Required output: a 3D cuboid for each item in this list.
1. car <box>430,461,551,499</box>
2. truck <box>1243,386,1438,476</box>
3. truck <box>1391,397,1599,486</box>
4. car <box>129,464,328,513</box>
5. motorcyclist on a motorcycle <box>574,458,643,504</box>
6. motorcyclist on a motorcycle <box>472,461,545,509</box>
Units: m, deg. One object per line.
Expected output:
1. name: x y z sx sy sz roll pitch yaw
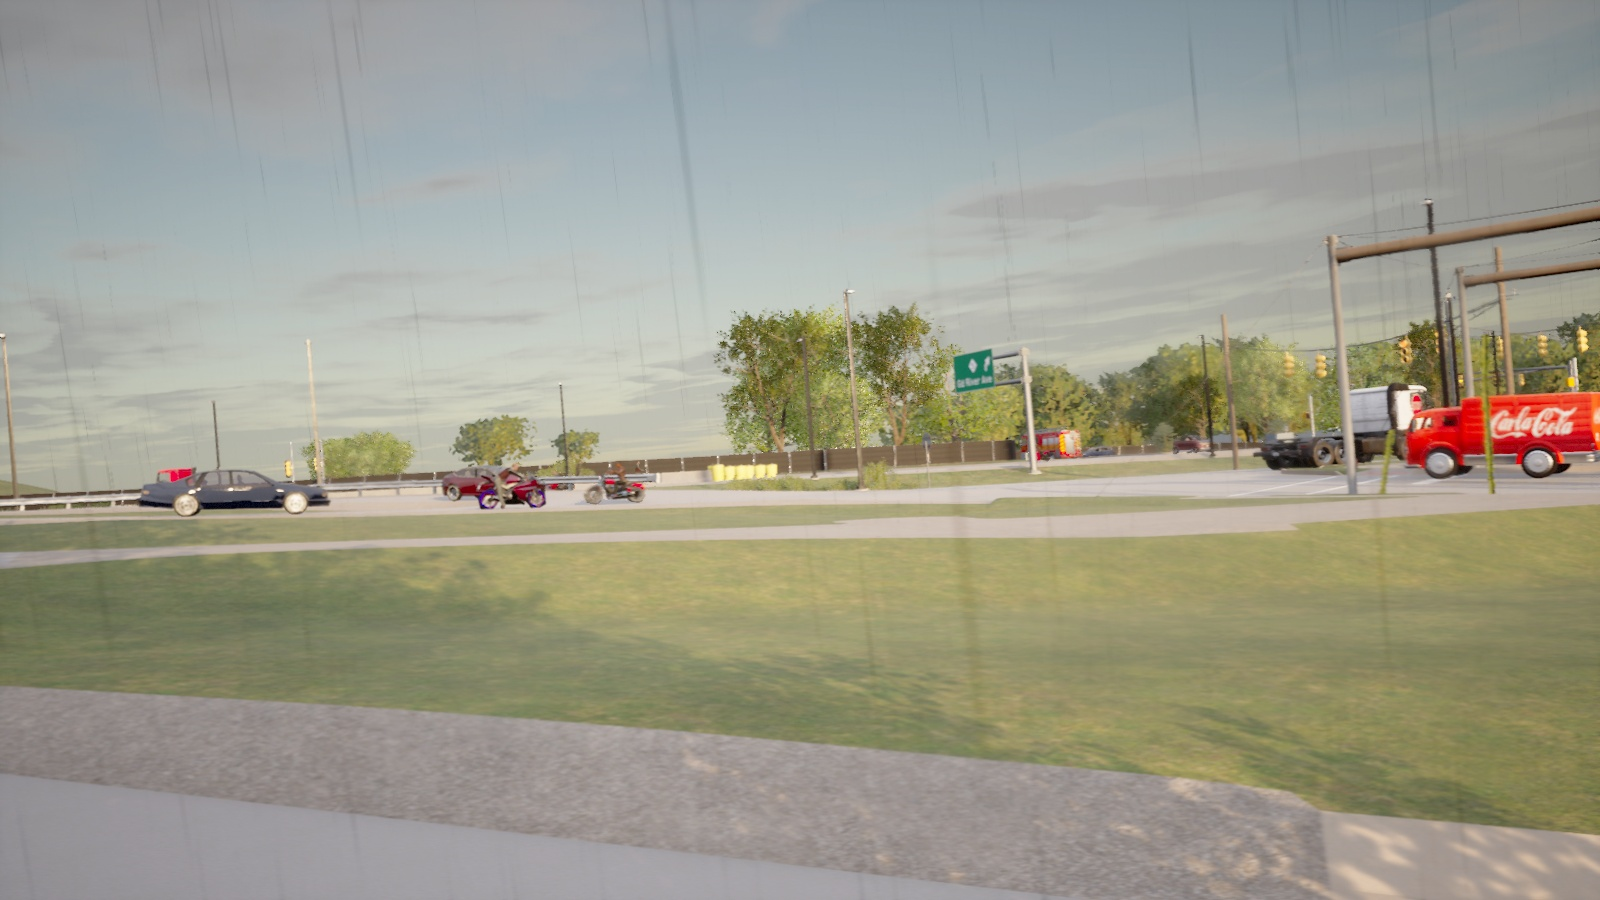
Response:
1. car: -13.399 1.286 54.328 4.792 1.488 2.163 -1 1 26
2. truck: 23.222 -0.825 53.876 7.936 3.462 2.891 -2 -1 -24
3. truck: 21.204 -0.243 38.239 5.204 2.467 2.627 -2 1 41
4. car: -17.232 1.150 38.128 5.357 1.411 2.033 0 -2 -23
5. motorcyclist on a motorcycle: -7.057 1.145 46.285 2.350 1.649 0.766 -1 -2 -25
6. motorcyclist on a motorcycle: -9.585 1.135 41.306 2.191 1.530 0.866 0 -2 -23
